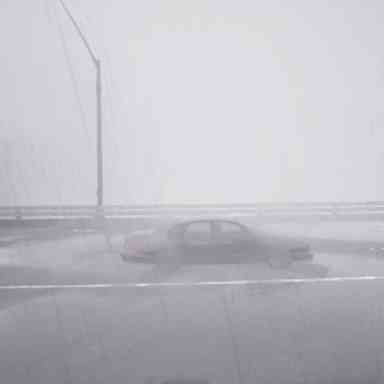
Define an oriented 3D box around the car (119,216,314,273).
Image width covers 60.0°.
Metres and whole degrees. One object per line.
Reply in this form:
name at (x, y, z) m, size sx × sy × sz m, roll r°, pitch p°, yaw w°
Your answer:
car at (0.656, 1.429, 9.730) m, size 5.357 × 1.411 × 2.033 m, roll -1°, pitch 0°, yaw -4°
